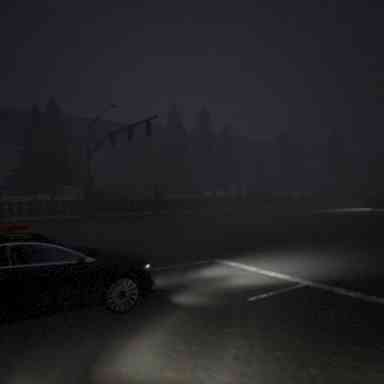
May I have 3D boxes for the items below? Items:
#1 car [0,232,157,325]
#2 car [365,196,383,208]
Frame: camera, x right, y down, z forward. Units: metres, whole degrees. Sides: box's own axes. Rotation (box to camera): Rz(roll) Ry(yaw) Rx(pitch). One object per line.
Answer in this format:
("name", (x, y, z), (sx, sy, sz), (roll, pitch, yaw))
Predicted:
("car", (-2.983, 1.487, 5.942), (4.902, 1.511, 2.128), (0, 0, -35))
("car", (24.181, 1.261, 42.713), (4.902, 1.511, 2.128), (-1, 0, -35))
